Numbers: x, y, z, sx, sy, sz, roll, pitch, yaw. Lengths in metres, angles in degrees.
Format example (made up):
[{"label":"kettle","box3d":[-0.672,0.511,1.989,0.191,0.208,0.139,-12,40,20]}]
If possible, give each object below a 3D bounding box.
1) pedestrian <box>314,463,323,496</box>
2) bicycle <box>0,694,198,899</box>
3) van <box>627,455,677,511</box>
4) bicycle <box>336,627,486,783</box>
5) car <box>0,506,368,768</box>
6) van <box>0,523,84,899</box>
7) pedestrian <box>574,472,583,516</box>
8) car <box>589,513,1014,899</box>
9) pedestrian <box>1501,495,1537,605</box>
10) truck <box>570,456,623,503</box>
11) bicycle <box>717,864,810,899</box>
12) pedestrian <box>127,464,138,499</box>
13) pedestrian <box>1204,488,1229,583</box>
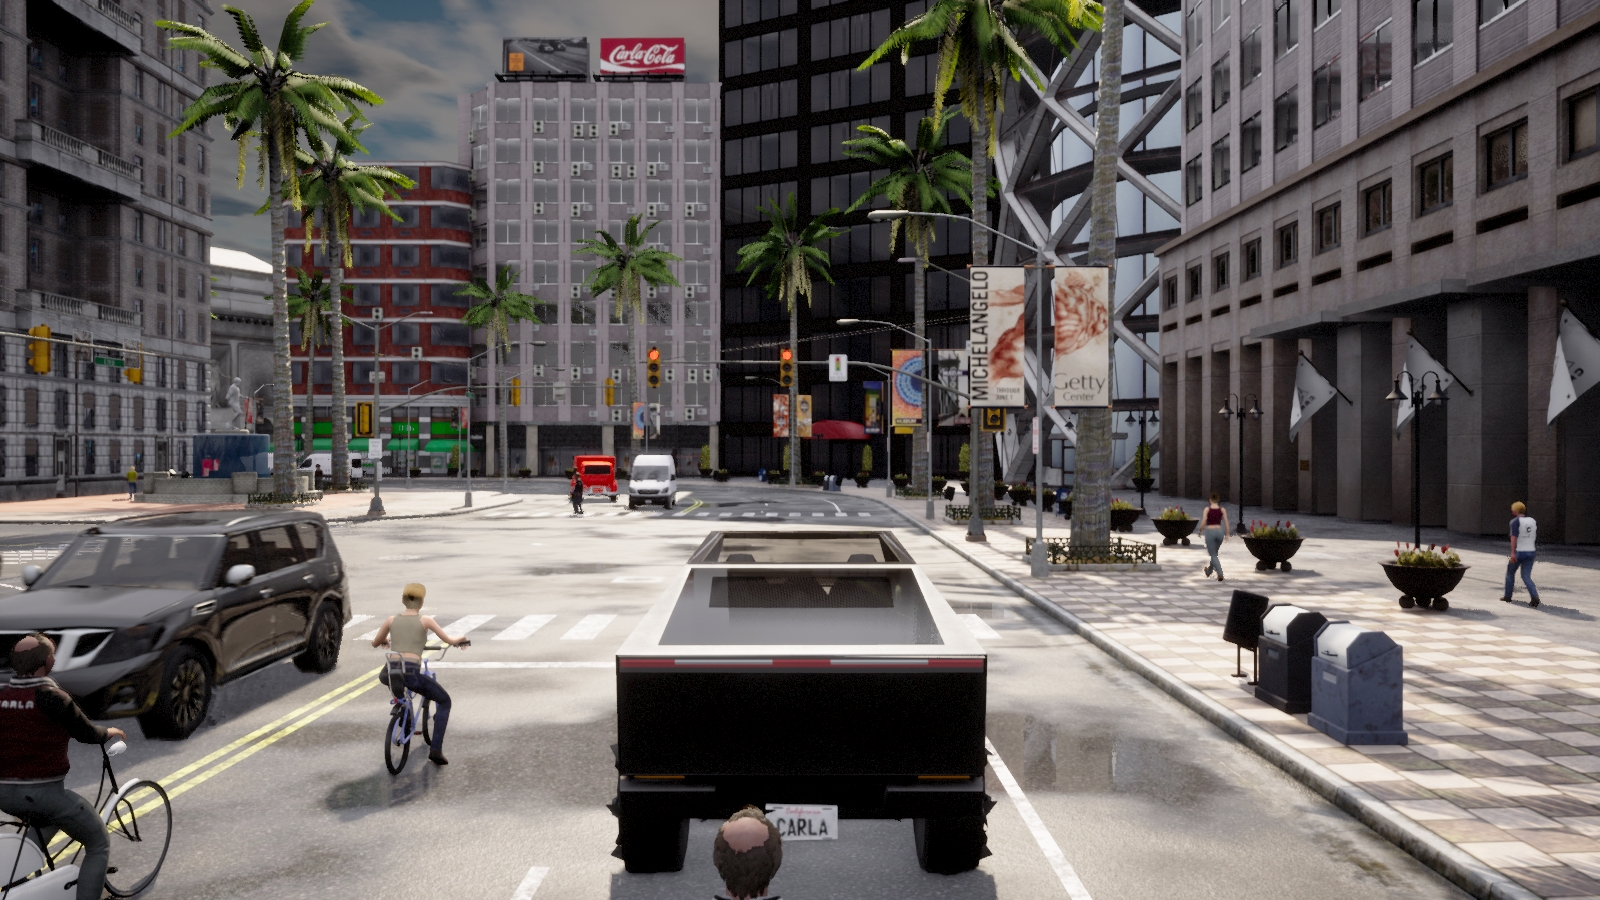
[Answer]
[{"label":"pedestrian","box3d":[-27.850,1.697,66.137,0.375,1.860,0.375,0,0,-42]},{"label":"bicycle","box3d":[-4.243,2.210,6.662,0.329,1.171,1.835,0,0,6]},{"label":"van","box3d":[-7.178,1.535,55.909,1.988,2.561,5.915,0,0,-3]},{"label":"bicycle","box3d":[-3.473,2.256,10.347,0.859,1.080,1.487,0,0,0]},{"label":"car","box3d":[-6.986,1.780,12.840,2.150,2.045,5.566,0,0,0]},{"label":"van","box3d":[-3.501,1.534,1.043,1.988,2.561,5.915,0,0,0]},{"label":"pedestrian","box3d":[-9.416,1.849,48.565,0.375,1.860,0.375,0,0,-7]},{"label":"car","box3d":[0.011,1.753,9.550,2.390,2.098,6.274,0,0,0]},{"label":"pedestrian","box3d":[12.304,1.701,19.565,0.375,1.860,0.375,0,0,-2]},{"label":"truck","box3d":[-11.318,1.564,63.183,2.627,2.467,5.204,0,0,-13]},{"label":"bicycle","box3d":[-0.147,2.210,3.549,0.329,1.171,1.835,0,0,1]},{"label":"pedestrian","box3d":[-35.543,1.696,60.842,0.375,1.860,0.375,0,0,-13]},{"label":"pedestrian","box3d":[8.327,1.698,22.837,0.375,1.860,0.375,0,0,3]}]
